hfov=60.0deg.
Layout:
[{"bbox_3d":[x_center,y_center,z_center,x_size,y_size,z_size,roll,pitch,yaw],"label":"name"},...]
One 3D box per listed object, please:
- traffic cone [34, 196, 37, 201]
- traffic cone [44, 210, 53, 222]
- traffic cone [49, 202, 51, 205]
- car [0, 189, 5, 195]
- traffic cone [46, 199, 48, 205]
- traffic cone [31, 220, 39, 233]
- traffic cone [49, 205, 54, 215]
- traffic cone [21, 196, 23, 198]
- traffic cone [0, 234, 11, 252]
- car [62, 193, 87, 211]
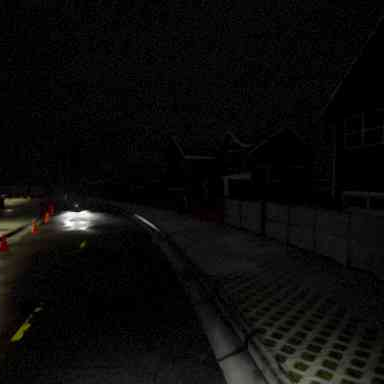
[{"bbox_3d":[-22.032,0.922,46.856,0.340,0.580,0.340,-1,2,-34],"label":"traffic cone"},{"bbox_3d":[-9.012,1.551,20.719,0.340,0.580,0.340,-1,1,-18],"label":"traffic cone"},{"bbox_3d":[-12.529,1.362,29.826,0.340,0.580,0.340,-1,2,-24],"label":"traffic cone"},{"bbox_3d":[-40.560,-0.140,68.893,4.674,1.442,1.812,1,2,36],"label":"car"},{"bbox_3d":[-14.603,1.259,34.247,0.340,0.580,0.340,-1,2,-26],"label":"traffic cone"},{"bbox_3d":[-7.576,1.638,16.052,0.340,0.580,0.340,-1,1,-16],"label":"traffic cone"},{"bbox_3d":[-10.665,1.460,25.314,0.340,0.580,0.340,-1,1,-21],"label":"traffic cone"},{"bbox_3d":[-27.934,0.697,54.632,0.340,0.580,0.340,-2,2,-40],"label":"traffic cone"},{"bbox_3d":[-6.360,1.726,11.322,0.340,0.580,0.340,-1,1,-13],"label":"traffic cone"},{"bbox_3d":[-10.857,0.868,30.661,2.128,1.511,4.902,-1,2,-24],"label":"car"}]
